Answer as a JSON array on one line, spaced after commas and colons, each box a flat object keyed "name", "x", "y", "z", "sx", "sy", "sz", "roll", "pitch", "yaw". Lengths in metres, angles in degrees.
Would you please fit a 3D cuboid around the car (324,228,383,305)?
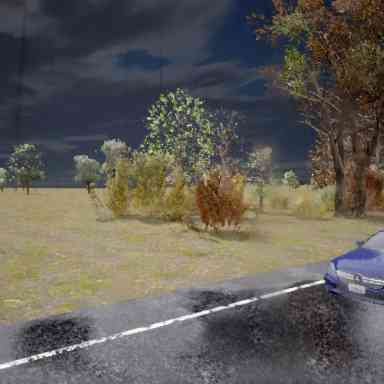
[{"name": "car", "x": 4.938, "y": 1.520, "z": 7.455, "sx": 4.674, "sy": 1.442, "sz": 1.812, "roll": 0, "pitch": 0, "yaw": -35}]
